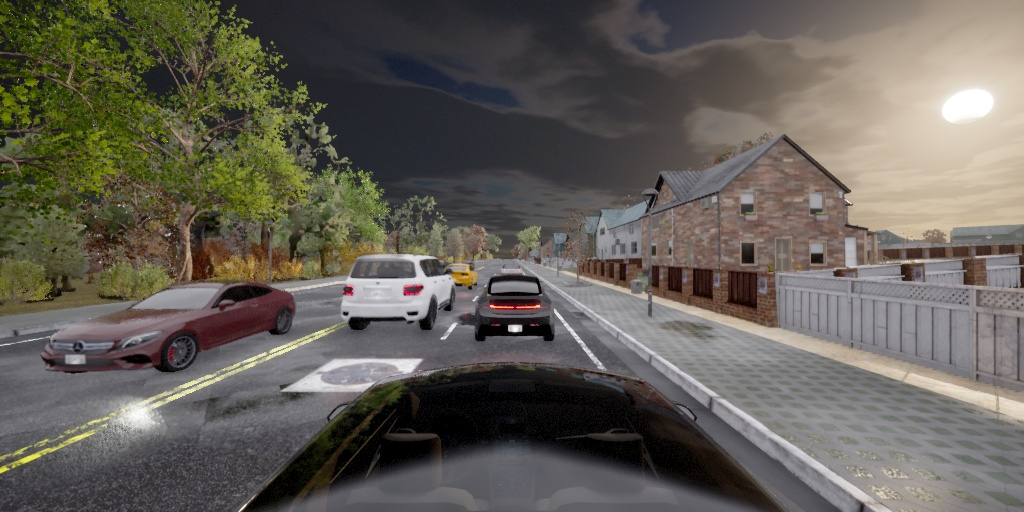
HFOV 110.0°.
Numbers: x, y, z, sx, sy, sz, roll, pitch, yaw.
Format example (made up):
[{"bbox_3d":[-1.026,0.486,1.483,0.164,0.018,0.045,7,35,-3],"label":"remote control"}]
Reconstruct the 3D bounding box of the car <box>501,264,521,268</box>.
[{"bbox_3d":[-0.086,1.366,33.244,1.895,1.301,4.718,0,0,-2],"label":"car"}]

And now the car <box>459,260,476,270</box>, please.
[{"bbox_3d":[-6.827,1.336,55.558,2.033,1.411,5.357,0,0,0],"label":"car"}]

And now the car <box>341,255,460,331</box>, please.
[{"bbox_3d":[-3.204,0.977,11.192,2.150,2.045,5.566,0,0,0],"label":"car"}]

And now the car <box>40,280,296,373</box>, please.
[{"bbox_3d":[-6.633,1.279,7.754,1.812,1.442,4.674,0,1,-1],"label":"car"}]

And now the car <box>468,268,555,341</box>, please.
[{"bbox_3d":[0.052,1.258,9.869,1.837,1.490,4.892,0,0,0],"label":"car"}]

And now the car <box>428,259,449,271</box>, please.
[{"bbox_3d":[-10.097,1.259,49.865,1.882,1.535,5.008,0,0,0],"label":"car"}]

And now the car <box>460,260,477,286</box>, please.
[{"bbox_3d":[-3.308,1.237,22.829,1.882,1.535,5.008,0,0,0],"label":"car"}]
